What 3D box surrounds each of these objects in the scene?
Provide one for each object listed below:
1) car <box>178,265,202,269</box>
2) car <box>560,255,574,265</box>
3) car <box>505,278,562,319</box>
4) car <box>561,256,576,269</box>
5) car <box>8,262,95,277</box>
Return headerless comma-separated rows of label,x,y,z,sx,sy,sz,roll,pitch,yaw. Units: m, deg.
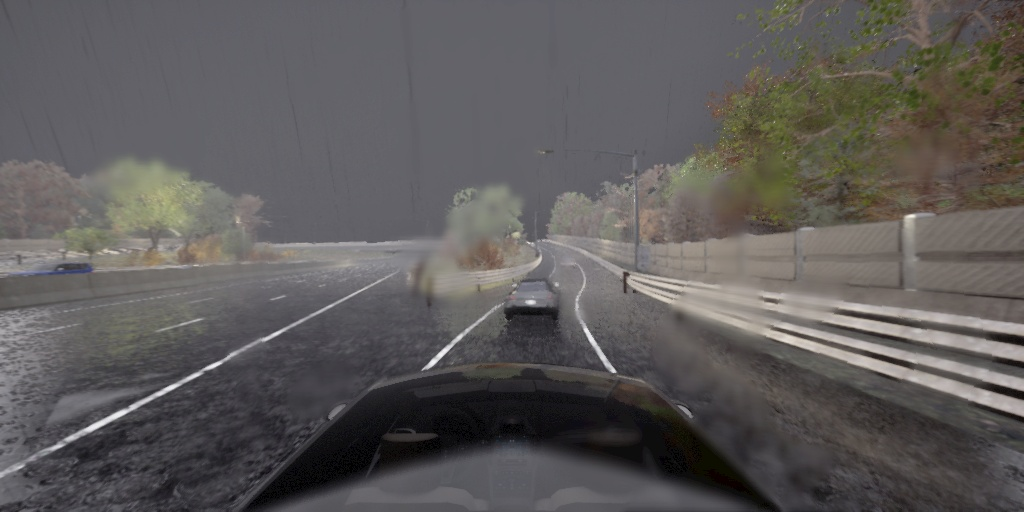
car,-41.788,1.918,46.569,2.033,1.411,5.357,-1,0,-13
car,9.792,0.637,63.991,2.033,1.411,5.357,-1,3,6
car,0.941,1.568,14.130,1.994,1.385,4.181,-1,-1,8
car,8.545,1.225,54.033,1.895,1.301,4.718,-1,2,7
car,-37.914,1.572,29.695,2.150,2.045,5.566,-1,0,-13
